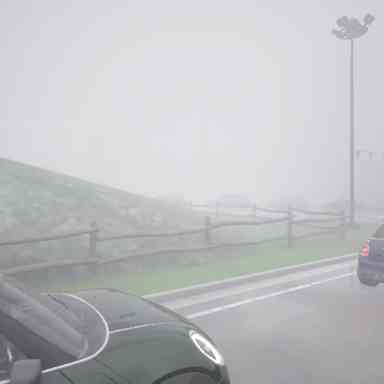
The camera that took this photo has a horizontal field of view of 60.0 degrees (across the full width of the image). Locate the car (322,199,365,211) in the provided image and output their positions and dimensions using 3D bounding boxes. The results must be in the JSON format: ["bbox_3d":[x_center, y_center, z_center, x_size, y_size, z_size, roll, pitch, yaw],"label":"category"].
[{"bbox_3d":[17.817,1.526,39.296,4.674,1.442,1.812,0,0,39],"label":"car"}]

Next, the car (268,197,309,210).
[{"bbox_3d":[11.397,1.352,39.690,4.553,1.767,2.097,0,0,36],"label":"car"}]

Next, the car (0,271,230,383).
[{"bbox_3d":[-1.859,1.353,2.422,4.553,1.767,2.097,0,0,-35],"label":"car"}]

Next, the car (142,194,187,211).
[{"bbox_3d":[-3.360,1.221,40.173,5.566,2.045,2.150,0,0,23],"label":"car"}]

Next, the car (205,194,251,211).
[{"bbox_3d":[4.311,1.221,40.137,5.566,2.045,2.150,0,0,31],"label":"car"}]

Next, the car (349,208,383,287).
[{"bbox_3d":[6.097,1.352,8.144,4.553,1.767,2.097,0,0,-35],"label":"car"}]
